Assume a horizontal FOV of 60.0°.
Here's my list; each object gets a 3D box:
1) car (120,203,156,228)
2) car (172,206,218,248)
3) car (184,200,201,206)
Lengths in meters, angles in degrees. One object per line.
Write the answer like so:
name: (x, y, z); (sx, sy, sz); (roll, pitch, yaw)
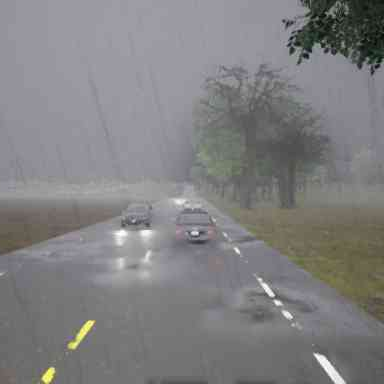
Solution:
car: (-3.508, 1.503, 22.360); (1.837, 1.490, 4.892); (0, 0, 0)
car: (0.097, 1.555, 14.720); (2.033, 1.411, 5.357); (0, 0, 0)
car: (0.089, 1.554, 37.855); (1.895, 1.301, 4.718); (0, 0, 0)
